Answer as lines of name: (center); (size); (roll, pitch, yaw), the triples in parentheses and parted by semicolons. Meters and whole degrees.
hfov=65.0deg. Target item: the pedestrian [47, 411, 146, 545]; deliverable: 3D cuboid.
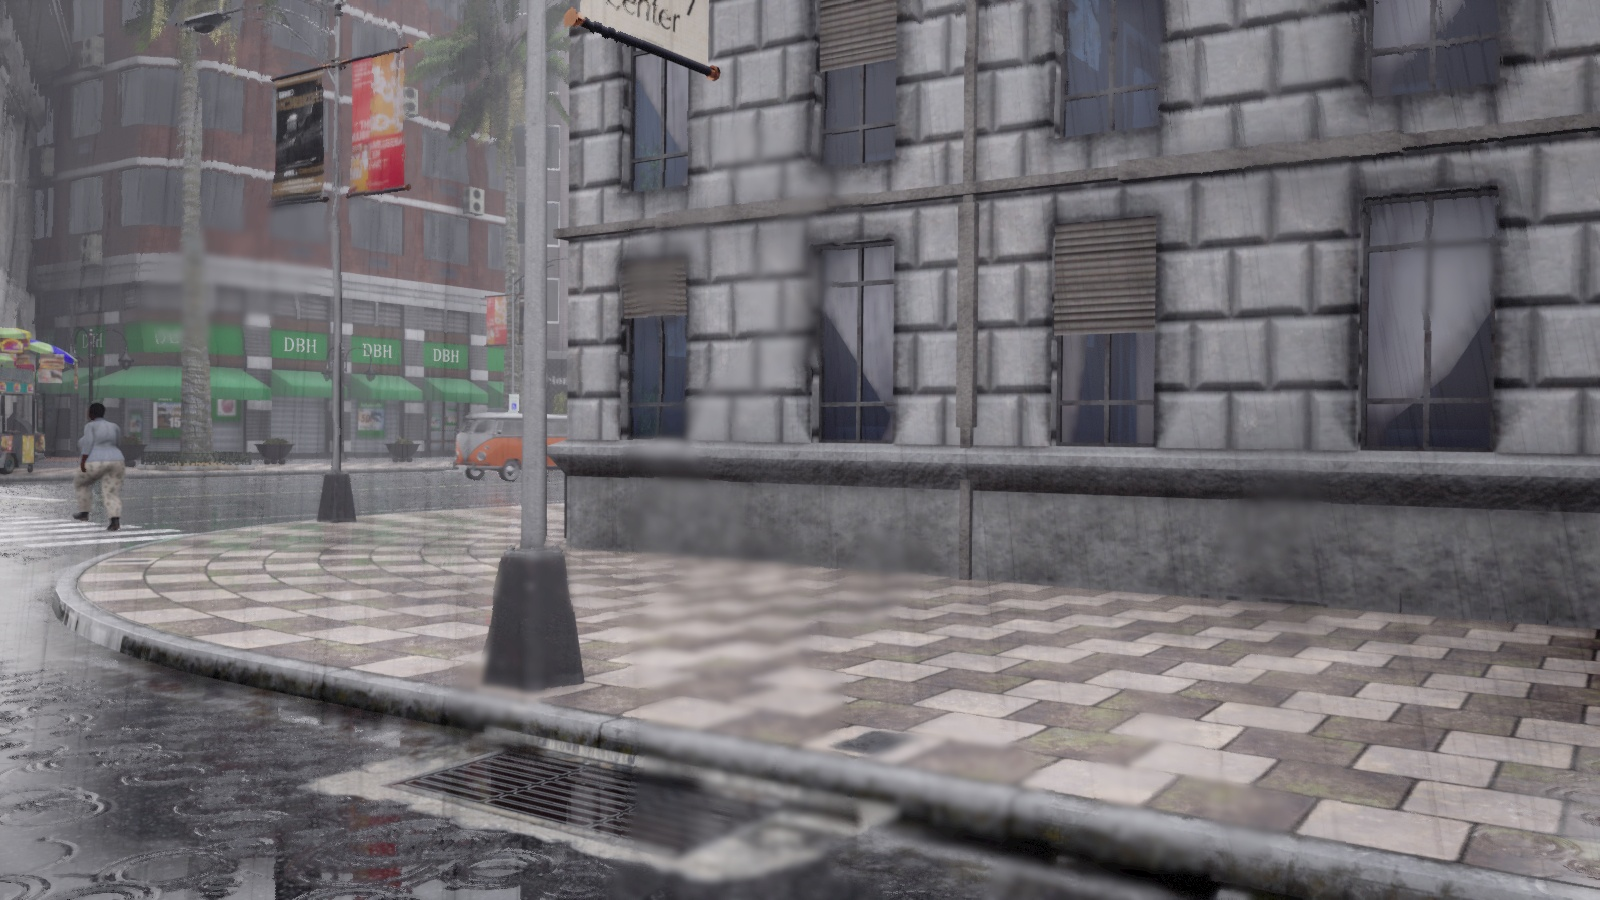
pedestrian: (-10.082, 0.384, 18.003); (0.900, 1.855, 0.874); (0, 1, 30)

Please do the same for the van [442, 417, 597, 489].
van: (-8.234, 0.051, 37.213); (1.775, 1.987, 4.442); (0, 1, 34)
